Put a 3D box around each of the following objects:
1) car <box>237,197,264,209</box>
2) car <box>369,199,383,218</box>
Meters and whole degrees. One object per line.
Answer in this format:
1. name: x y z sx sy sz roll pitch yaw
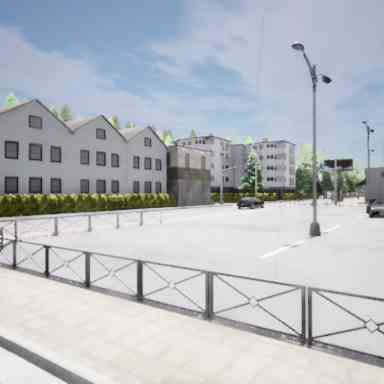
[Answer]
1. car: 7.449 1.345 41.890 1.882 1.535 5.008 0 0 35
2. car: 15.508 1.307 26.748 2.007 1.523 4.514 0 0 35
